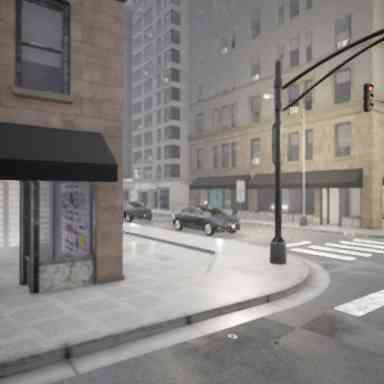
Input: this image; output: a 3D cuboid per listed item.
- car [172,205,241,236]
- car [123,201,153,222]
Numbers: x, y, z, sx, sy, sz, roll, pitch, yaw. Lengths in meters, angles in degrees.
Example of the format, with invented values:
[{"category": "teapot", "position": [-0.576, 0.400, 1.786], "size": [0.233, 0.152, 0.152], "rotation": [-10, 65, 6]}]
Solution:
[{"category": "car", "position": [0.702, 1.534, 18.995], "size": [1.837, 1.490, 4.892], "rotation": [0, 0, -36]}, {"category": "car", "position": [-4.969, 1.505, 26.802], "size": [1.882, 1.535, 5.008], "rotation": [0, 0, -36]}]
